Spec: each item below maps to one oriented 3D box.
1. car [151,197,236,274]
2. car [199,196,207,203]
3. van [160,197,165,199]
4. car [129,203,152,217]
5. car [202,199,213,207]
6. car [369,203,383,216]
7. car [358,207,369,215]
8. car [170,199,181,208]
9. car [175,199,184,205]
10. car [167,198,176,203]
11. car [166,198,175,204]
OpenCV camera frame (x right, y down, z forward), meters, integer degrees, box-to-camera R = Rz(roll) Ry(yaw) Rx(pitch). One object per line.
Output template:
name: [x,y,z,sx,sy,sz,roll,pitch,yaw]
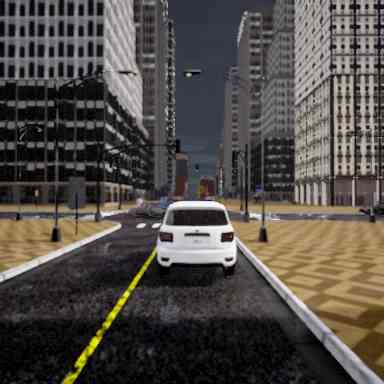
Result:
car: [0.137,1.320,10.992,2.150,2.045,5.566,0,0,0]
car: [3.047,2.123,94.507,2.192,1.841,5.009,0,0,0]
van: [-5.535,1.915,66.872,1.690,1.788,3.998,0,0,0]
car: [-4.110,1.833,33.432,2.033,1.411,5.357,1,-1,-45]
car: [2.828,2.072,61.274,1.887,1.381,4.507,0,0,0]
car: [22.688,2.098,36.773,4.718,1.301,1.895,0,-1,-1]
car: [23.015,2.089,40.030,5.357,1.411,2.033,0,-1,-1]
car: [-2.957,2.043,60.338,1.812,1.442,4.674,0,-1,1]
car: [-2.784,2.245,75.819,1.895,1.301,4.718,0,0,0]
car: [-5.375,2.312,89.026,2.008,1.369,4.403,0,0,0]
car: [-5.415,2.280,83.487,1.947,1.339,4.313,0,0,0]
